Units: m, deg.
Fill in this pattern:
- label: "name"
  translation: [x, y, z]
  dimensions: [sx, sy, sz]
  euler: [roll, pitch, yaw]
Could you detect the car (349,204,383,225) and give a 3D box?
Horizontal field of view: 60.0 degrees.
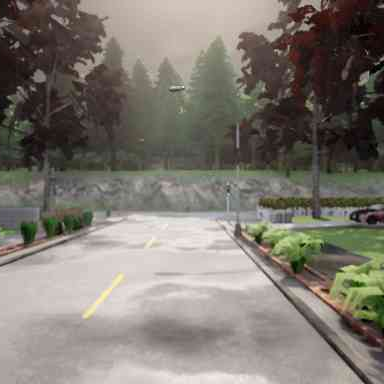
- label: "car"
  translation: [13.092, 1.513, 22.768]
  dimensions: [4.181, 1.381, 1.994]
  euler: [0, -1, 0]
